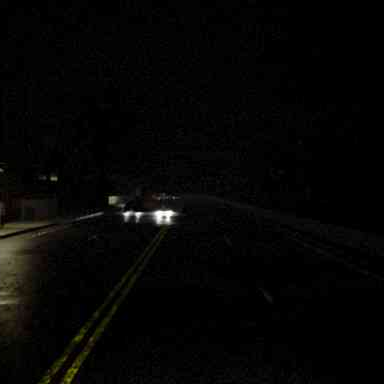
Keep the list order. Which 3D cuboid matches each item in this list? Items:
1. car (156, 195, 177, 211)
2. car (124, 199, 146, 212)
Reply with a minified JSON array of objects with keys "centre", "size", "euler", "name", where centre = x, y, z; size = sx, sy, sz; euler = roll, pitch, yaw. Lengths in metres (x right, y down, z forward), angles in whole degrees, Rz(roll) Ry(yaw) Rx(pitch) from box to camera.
[{"centre":[-3.337,1.477,41.263],"size":[2.128,1.511,4.902],"euler":[0,0,0],"name":"car"},{"centre":[-6.593,1.535,38.811],"size":[2.033,1.411,5.357],"euler":[0,0,0],"name":"car"}]
